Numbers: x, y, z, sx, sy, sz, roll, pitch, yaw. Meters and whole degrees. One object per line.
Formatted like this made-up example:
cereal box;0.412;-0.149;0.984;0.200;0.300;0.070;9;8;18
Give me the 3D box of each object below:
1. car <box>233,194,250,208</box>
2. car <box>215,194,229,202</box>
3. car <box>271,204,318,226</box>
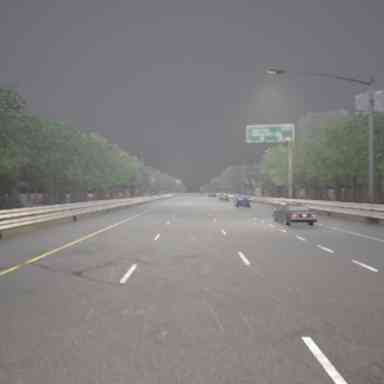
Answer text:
car;7.120;1.460;47.906;1.882;1.535;5.008;0;0;0
car;7.225;1.289;76.936;2.097;1.767;4.553;0;0;0
car;7.033;1.539;23.282;2.033;1.411;5.357;0;0;0
